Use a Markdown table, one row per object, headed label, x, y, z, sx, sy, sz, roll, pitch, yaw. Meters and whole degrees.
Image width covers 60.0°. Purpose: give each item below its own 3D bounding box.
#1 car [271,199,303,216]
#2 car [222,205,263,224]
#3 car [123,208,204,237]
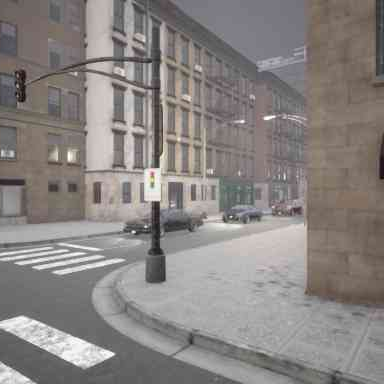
| label | x | y | z | sx | sy | sz | roll | pitch | yaw |
| --- | --- | --- | --- | --- | --- | --- | --- | --- | --- |
| car | 9.985 | 1.538 | 34.785 | 2.097 | 1.767 | 4.553 | 0 | 0 | 35 |
| car | 4.069 | 1.696 | 26.499 | 1.994 | 1.385 | 4.181 | 0 | 0 | 36 |
| car | -1.383 | 1.630 | 18.857 | 2.033 | 1.411 | 5.357 | 0 | 0 | 35 |
